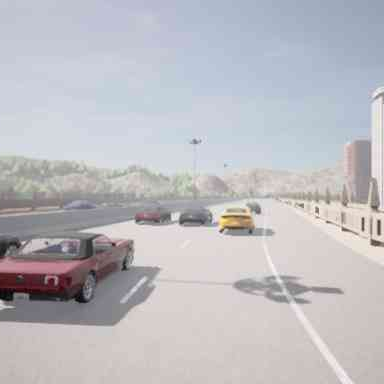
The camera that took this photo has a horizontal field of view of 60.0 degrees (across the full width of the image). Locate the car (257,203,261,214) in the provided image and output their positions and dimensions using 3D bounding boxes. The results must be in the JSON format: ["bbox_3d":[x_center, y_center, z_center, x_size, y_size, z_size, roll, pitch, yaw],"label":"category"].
[{"bbox_3d":[7.250,1.868,39.968,1.994,1.385,4.181,0,0,13],"label":"car"}]

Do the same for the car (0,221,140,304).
[{"bbox_3d":[-2.857,1.627,8.220,1.895,1.301,4.718,0,0,6],"label":"car"}]

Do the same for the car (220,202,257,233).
[{"bbox_3d":[2.901,1.609,20.816,1.882,1.535,5.008,0,0,12],"label":"car"}]

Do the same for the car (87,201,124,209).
[{"bbox_3d":[-8.564,1.740,34.440,1.994,1.385,4.181,0,0,13],"label":"car"}]

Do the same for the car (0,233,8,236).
[{"bbox_3d":[-6.310,1.500,8.390,2.128,1.511,4.902,0,0,5],"label":"car"}]

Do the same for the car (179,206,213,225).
[{"bbox_3d":[0.360,1.718,25.467,1.994,1.385,4.181,0,0,13],"label":"car"}]

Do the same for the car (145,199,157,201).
[{"bbox_3d":[-7.030,1.898,56.425,1.837,1.490,4.892,0,-1,13],"label":"car"}]

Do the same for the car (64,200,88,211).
[{"bbox_3d":[-14.041,1.735,41.780,1.812,1.442,4.674,0,-1,13],"label":"car"}]

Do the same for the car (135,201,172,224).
[{"bbox_3d":[-2.991,1.709,26.498,1.994,1.385,4.181,0,0,13],"label":"car"}]
